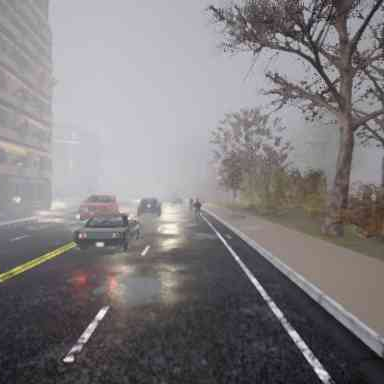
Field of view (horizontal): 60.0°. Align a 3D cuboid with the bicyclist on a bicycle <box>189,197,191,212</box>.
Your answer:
[{"bbox_3d":[-0.081,1.384,35.367,0.582,1.620,1.656,0,0,-3],"label":"bicyclist on a bicycle"}]

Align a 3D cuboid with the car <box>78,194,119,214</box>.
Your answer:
[{"bbox_3d":[-7.151,1.180,26.104,2.150,2.045,5.566,0,0,-2],"label":"car"}]

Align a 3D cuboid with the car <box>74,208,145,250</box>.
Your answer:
[{"bbox_3d":[-3.334,1.577,14.098,1.895,1.301,4.718,0,0,-1],"label":"car"}]

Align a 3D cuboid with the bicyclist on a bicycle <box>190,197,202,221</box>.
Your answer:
[{"bbox_3d":[0.411,1.324,24.347,0.659,1.776,1.843,0,0,-2],"label":"bicyclist on a bicycle"}]

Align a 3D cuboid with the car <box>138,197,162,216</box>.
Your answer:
[{"bbox_3d":[-3.960,1.295,31.804,2.097,1.767,4.553,0,0,-3],"label":"car"}]

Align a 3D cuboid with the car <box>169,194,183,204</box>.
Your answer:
[{"bbox_3d":[-2.606,1.445,59.340,1.994,1.385,4.181,0,0,-4],"label":"car"}]

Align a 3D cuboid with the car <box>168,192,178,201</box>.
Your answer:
[{"bbox_3d":[-4.240,1.067,75.512,2.150,2.045,5.566,0,0,-6],"label":"car"}]

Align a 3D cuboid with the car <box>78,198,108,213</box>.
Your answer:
[{"bbox_3d":[-10.937,1.433,37.200,2.128,1.511,4.902,0,0,-3],"label":"car"}]
